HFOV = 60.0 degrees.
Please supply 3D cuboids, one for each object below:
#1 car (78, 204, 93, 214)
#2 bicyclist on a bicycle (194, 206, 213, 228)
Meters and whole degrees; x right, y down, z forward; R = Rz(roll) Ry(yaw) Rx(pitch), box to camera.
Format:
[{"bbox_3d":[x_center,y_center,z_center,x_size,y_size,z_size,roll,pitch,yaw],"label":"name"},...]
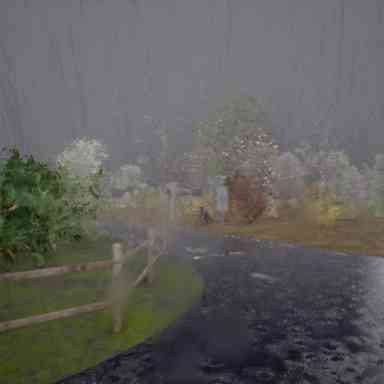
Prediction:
[{"bbox_3d":[-15.470,2.589,49.053,1.837,1.490,4.892,0,-2,-29],"label":"car"},{"bbox_3d":[0.895,1.921,25.691,1.656,1.620,0.582,0,-1,-29],"label":"bicyclist on a bicycle"}]
